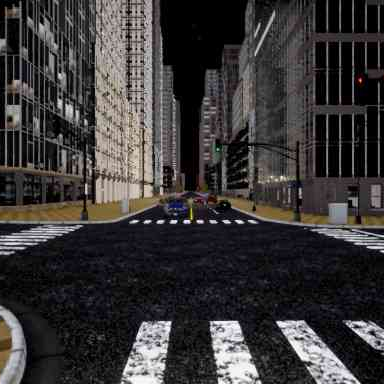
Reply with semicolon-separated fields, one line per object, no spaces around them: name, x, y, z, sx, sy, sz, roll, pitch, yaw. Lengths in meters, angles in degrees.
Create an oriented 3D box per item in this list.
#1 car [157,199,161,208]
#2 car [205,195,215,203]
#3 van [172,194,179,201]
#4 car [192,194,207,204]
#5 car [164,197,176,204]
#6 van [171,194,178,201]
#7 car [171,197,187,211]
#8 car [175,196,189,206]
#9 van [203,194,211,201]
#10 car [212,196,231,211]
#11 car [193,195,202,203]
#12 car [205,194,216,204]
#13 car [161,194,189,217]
car;-4.060;1.599;47.275;1.802;1.307;4.206;0;0;0
car;3.712;1.442;69.425;1.967;1.590;4.097;0;0;0
van;-4.250;1.327;85.968;1.690;1.788;3.998;0;0;0
car;1.269;1.608;63.072;1.895;1.301;4.718;0;0;0
car;-4.141;1.573;63.858;1.947;1.339;4.313;0;0;0
van;-4.223;1.332;80.441;1.690;1.788;3.998;0;0;0
car;-1.568;1.497;42.164;1.882;1.535;5.008;0;0;0
car;-1.618;1.503;55.401;2.128;1.511;4.902;0;0;0
van;3.658;1.332;80.480;1.690;1.788;3.998;0;0;0
car;3.897;1.585;41.788;1.947;1.339;4.313;0;0;0
car;1.141;1.499;73.240;1.837;1.490;4.892;0;0;0
car;3.739;1.322;63.896;2.192;1.841;5.009;0;0;0
car;-1.486;1.374;31.366;2.097;1.767;4.553;0;0;-1
